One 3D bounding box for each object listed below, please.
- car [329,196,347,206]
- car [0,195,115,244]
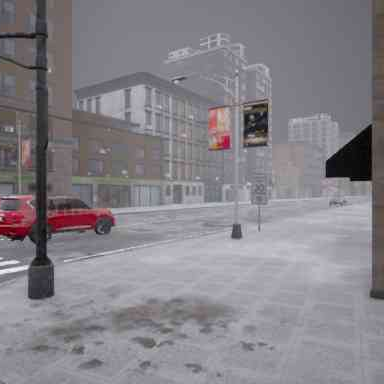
[{"bbox_3d":[22.646,1.376,51.516,2.033,1.411,5.357,0,0,34],"label":"car"},{"bbox_3d":[-6.285,1.172,15.789,2.150,2.045,5.566,0,0,35],"label":"car"}]
